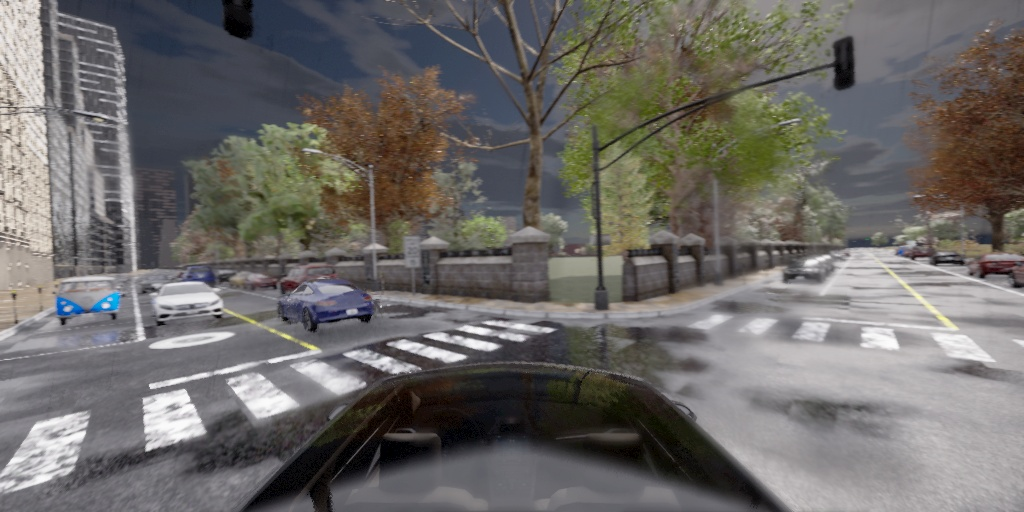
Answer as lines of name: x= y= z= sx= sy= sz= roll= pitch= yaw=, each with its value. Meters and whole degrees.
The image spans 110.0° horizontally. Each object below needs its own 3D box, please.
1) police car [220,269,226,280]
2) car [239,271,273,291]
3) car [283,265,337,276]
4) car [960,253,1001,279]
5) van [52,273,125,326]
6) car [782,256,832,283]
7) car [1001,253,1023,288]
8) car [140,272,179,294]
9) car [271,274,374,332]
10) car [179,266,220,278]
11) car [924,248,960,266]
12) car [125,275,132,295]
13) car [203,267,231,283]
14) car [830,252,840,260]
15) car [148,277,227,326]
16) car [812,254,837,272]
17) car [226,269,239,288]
police car: x=-31.586 y=2.250 z=39.795 sx=5.238 sy=1.638 sz=1.930 roll=-2 pitch=1 yaw=43
car: x=-19.828 y=2.002 z=28.355 sx=4.207 sy=1.307 sz=1.802 roll=0 pitch=0 yaw=43
car: x=-11.638 y=1.452 z=20.647 sx=5.009 sy=1.841 sz=2.192 roll=0 pitch=0 yaw=43
car: x=27.203 y=0.504 z=20.087 sx=1.888 sy=1.381 sz=4.507 roll=0 pitch=0 yaw=44
van: x=-17.440 y=1.752 z=14.894 sx=3.998 sy=1.789 sz=1.690 roll=0 pitch=0 yaw=43
car: x=17.594 y=0.819 z=21.512 sx=1.948 sy=1.339 sz=4.313 roll=0 pitch=0 yaw=44
car: x=21.177 y=0.573 z=13.813 sx=1.967 sy=1.591 sz=4.097 roll=0 pitch=0 yaw=44
car: x=-30.125 y=2.319 z=30.440 sx=4.902 sy=1.511 sz=2.128 roll=-2 pitch=0 yaw=44
car: x=-6.270 y=1.501 z=11.950 sx=4.674 sy=1.442 sz=1.812 roll=-2 pitch=0 yaw=44
car: x=-29.637 y=2.006 z=33.883 sx=5.566 sy=2.045 sz=2.150 roll=-2 pitch=1 yaw=44
car: x=39.101 y=0.182 z=32.316 sx=1.948 sy=1.339 sz=4.313 roll=0 pitch=0 yaw=44
car: x=-29.730 y=2.387 z=26.461 sx=4.403 sy=1.370 sz=2.007 roll=0 pitch=0 yaw=43
car: x=-36.598 y=2.353 z=44.479 sx=4.553 sy=1.767 sz=2.097 roll=-2 pitch=1 yaw=43
car: x=25.526 y=0.590 z=29.662 sx=1.948 sy=1.339 sz=4.313 roll=0 pitch=0 yaw=44
car: x=-12.956 y=1.758 z=14.224 sx=4.674 sy=1.442 sz=1.812 roll=-2 pitch=1 yaw=43
car: x=21.560 y=0.705 z=25.585 sx=1.948 sy=1.339 sz=4.313 roll=0 pitch=0 yaw=44
car: x=-24.047 y=2.088 z=32.325 sx=4.829 sy=1.417 sz=1.751 roll=0 pitch=0 yaw=43
